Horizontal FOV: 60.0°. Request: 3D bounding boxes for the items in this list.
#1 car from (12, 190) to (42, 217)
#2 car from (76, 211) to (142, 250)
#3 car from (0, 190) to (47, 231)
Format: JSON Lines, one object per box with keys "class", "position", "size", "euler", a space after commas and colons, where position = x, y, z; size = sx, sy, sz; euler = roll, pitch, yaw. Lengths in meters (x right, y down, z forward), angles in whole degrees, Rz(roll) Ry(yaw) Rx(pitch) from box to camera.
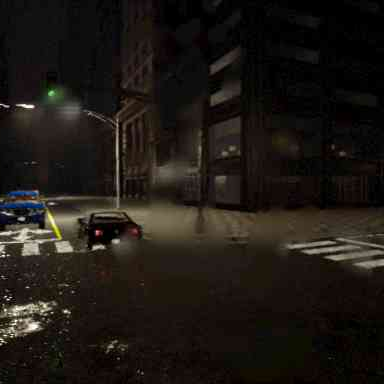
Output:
{"class": "car", "position": [-14.339, 0.879, 29.117], "size": [2.150, 2.045, 5.566], "euler": [-1, 1, -25]}
{"class": "car", "position": [-3.582, 1.410, 13.616], "size": [1.895, 1.301, 4.718], "euler": [-1, 1, -25]}
{"class": "car", "position": [-9.795, 0.985, 19.392], "size": [2.150, 2.045, 5.566], "euler": [-1, 1, -25]}
